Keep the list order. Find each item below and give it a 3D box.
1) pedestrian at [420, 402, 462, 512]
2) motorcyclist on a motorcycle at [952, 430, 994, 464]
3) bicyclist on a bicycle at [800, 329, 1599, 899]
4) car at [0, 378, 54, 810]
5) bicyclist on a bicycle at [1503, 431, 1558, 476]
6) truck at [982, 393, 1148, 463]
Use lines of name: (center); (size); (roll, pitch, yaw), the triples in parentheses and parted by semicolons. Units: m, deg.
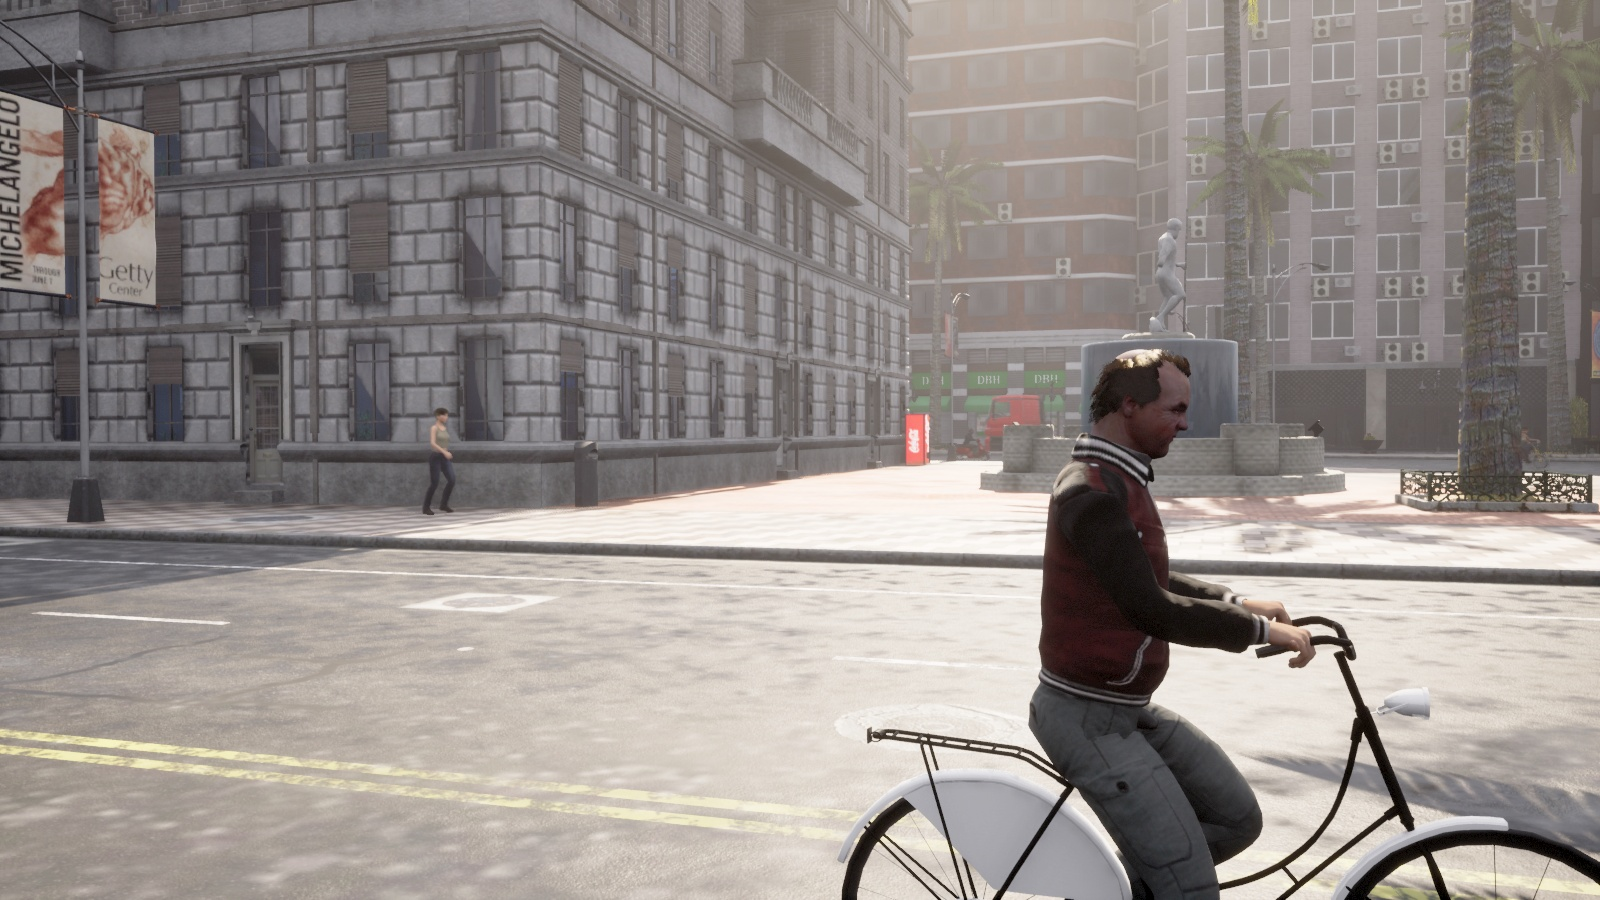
pedestrian: (-6.064, 0.120, 21.237); (0.594, 1.836, 0.345); (1, 1, 24)
motorcyclist on a motorcycle: (8.340, -0.157, 60.480); (1.817, 1.590, 0.866); (1, 1, 28)
bicyclist on a bicycle: (0.978, 0.655, 2.875); (1.843, 1.776, 0.659); (0, 1, 19)
car: (-5.684, 0.582, 5.087); (4.553, 1.767, 2.097); (1, 1, 18)
bicyclist on a bicycle: (27.184, 0.117, 46.753); (0.866, 1.612, 1.509); (-1, 1, -29)
truck: (13.738, -1.153, 65.501); (7.936, 3.462, 2.891); (1, 1, 34)
